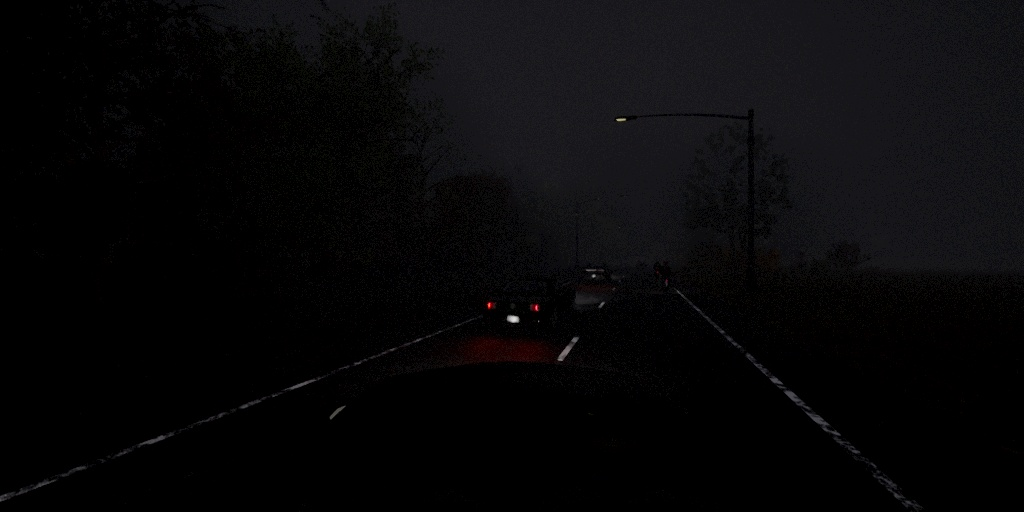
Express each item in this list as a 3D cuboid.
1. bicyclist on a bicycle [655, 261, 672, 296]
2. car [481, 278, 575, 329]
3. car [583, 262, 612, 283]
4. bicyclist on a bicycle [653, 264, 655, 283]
[{"bbox_3d":[7.872,1.125,18.387,0.659,1.776,1.843,0,0,19],"label":"bicyclist on a bicycle"},{"bbox_3d":[0.784,1.352,11.462,1.895,1.301,4.718,0,0,20],"label":"car"},{"bbox_3d":[6.776,1.247,28.371,2.128,1.511,4.902,0,0,20],"label":"car"},{"bbox_3d":[10.809,1.209,26.676,0.582,1.620,1.656,0,0,19],"label":"bicyclist on a bicycle"}]
